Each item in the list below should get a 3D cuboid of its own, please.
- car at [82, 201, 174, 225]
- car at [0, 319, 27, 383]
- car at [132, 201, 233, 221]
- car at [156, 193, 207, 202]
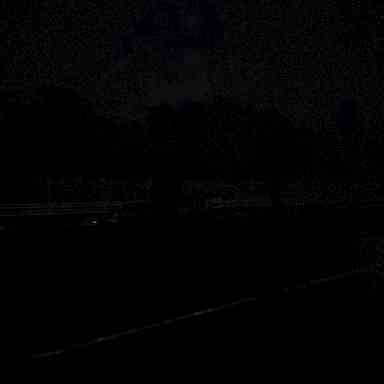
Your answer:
[{"bbox_3d":[-3.602,1.450,18.553,4.892,1.490,1.837,0,0,-35],"label":"car"},{"bbox_3d":[-3.644,1.238,1.137,5.566,2.045,2.150,-1,0,-36],"label":"car"},{"bbox_3d":[-0.167,1.413,16.682,5.008,1.535,1.882,0,0,-35],"label":"car"},{"bbox_3d":[-1.304,1.133,24.415,5.566,2.045,2.150,0,0,-35],"label":"car"}]
